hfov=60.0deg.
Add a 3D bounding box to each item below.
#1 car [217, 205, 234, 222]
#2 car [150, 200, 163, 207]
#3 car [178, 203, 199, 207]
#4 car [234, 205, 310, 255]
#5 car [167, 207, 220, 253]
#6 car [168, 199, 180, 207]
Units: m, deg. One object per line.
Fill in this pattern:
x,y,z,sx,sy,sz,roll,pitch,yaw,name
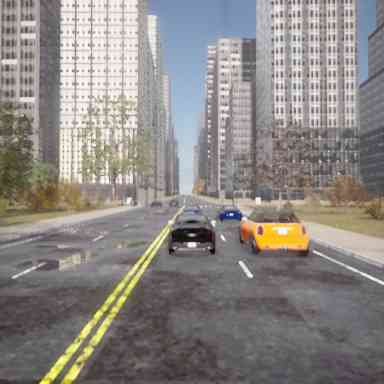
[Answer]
3.255,1.831,29.309,1.994,1.385,4.181,0,0,0,car
-6.502,2.095,61.441,1.994,1.385,4.181,0,-1,0,car
0.004,1.831,29.272,1.994,1.385,4.181,0,0,0,car
3.252,1.482,14.064,2.097,1.767,4.553,0,-1,0,car
0.003,1.642,14.277,1.837,1.490,4.892,0,0,0,car
-3.253,2.042,61.444,1.837,1.490,4.892,0,-1,0,car
